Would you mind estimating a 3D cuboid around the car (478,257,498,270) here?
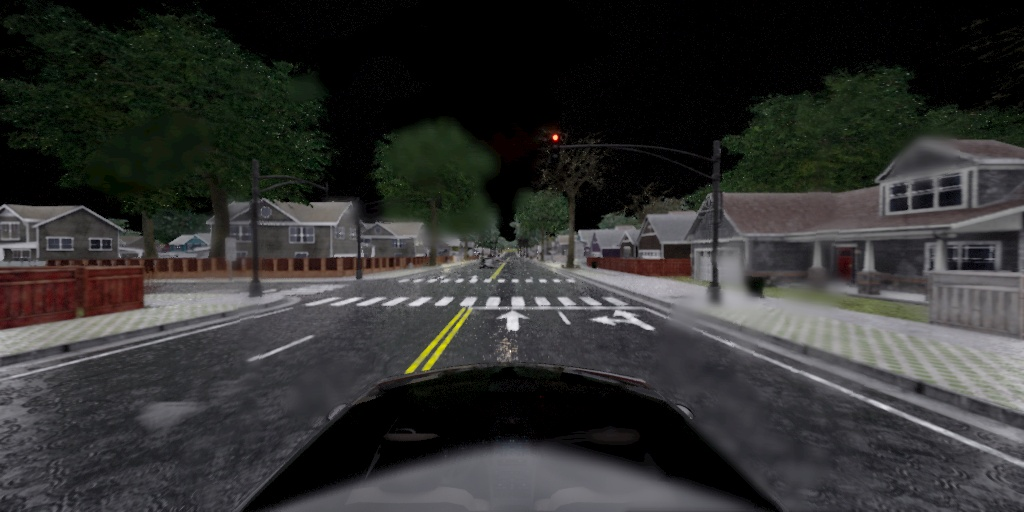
[{"bbox_3d":[-3.234,1.053,46.729,1.837,1.490,4.892,0,2,0],"label":"car"}]
